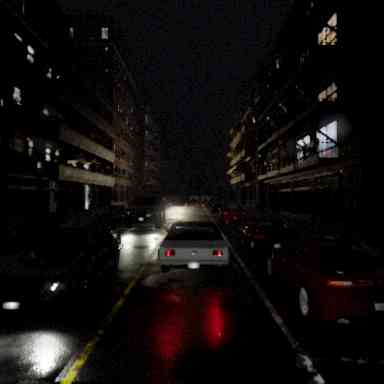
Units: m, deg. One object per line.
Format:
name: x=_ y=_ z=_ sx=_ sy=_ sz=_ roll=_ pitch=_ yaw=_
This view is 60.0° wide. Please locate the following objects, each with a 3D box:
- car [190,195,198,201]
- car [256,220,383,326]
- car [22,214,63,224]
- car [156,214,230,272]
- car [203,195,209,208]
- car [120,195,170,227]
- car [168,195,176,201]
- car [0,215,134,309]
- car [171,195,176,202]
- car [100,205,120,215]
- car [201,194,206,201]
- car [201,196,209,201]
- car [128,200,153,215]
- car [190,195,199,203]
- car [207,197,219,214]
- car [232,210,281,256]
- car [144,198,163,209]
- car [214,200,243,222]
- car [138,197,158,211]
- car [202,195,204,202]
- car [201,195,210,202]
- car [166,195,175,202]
car: x=0.537 y=1.443 z=79.328 sx=1.837 sy=1.490 sz=4.892 roll=0 pitch=0 yaw=0
car: x=2.816 y=1.556 z=7.124 sx=1.887 sy=1.381 sz=4.507 roll=1 pitch=0 yaw=0
car: x=-5.601 y=1.565 z=12.885 sx=1.947 sy=1.339 sz=4.313 roll=1 pitch=0 yaw=0
car: x=0.065 y=1.610 z=10.815 sx=1.895 sy=1.301 sz=4.718 roll=0 pitch=0 yaw=0
car: x=3.016 y=1.485 z=46.752 sx=1.967 sy=1.590 sz=4.097 roll=1 pitch=0 yaw=0
car: x=-2.936 y=1.235 z=22.148 sx=2.150 sy=2.045 sz=5.566 roll=0 pitch=0 yaw=1
car: x=-5.093 y=1.594 z=86.311 sx=1.752 sy=1.417 sz=4.829 roll=1 pitch=0 yaw=0
car: x=-3.052 y=1.548 z=8.312 sx=2.033 sy=1.411 sz=5.357 roll=0 pitch=0 yaw=0
car: x=-5.170 y=1.602 z=75.159 sx=1.887 sy=1.381 sz=4.507 roll=1 pitch=0 yaw=0
car: x=-5.522 y=1.590 z=24.205 sx=1.802 sy=1.307 sz=4.206 roll=1 pitch=0 yaw=0
car: x=3.212 y=1.514 z=75.061 sx=1.967 sy=1.590 sz=4.097 roll=1 pitch=0 yaw=0
car: x=3.288 y=1.636 z=86.383 sx=2.008 sy=1.369 sz=4.403 roll=1 pitch=0 yaw=0
car: x=-5.443 y=1.583 z=35.528 sx=1.947 sy=1.339 sz=4.313 roll=1 pitch=0 yaw=0
car: x=0.467 y=1.613 z=69.125 sx=1.895 sy=1.301 sz=4.718 roll=0 pitch=0 yaw=0
car: x=2.937 y=1.585 z=35.429 sx=2.008 sy=1.369 sz=4.403 roll=1 pitch=0 yaw=0
car: x=2.783 y=1.597 z=12.785 sx=1.802 sy=1.307 sz=4.206 roll=1 pitch=0 yaw=0
car: x=-5.365 y=1.579 z=46.850 sx=2.008 sy=1.369 sz=4.403 roll=1 pitch=0 yaw=0
car: x=2.859 y=1.570 z=24.106 sx=1.887 sy=1.381 sz=4.507 roll=1 pitch=0 yaw=0
car: x=-5.402 y=1.463 z=41.189 sx=1.967 sy=1.590 sz=4.097 roll=1 pitch=0 yaw=0
car: x=3.054 y=1.601 z=52.413 sx=2.008 sy=1.369 sz=4.403 roll=1 pitch=0 yaw=0
car: x=3.250 y=1.520 z=80.722 sx=1.967 sy=1.590 sz=4.097 roll=1 pitch=0 yaw=0
car: x=-5.132 y=1.588 z=80.650 sx=1.752 sy=1.417 sz=4.829 roll=1 pitch=0 yaw=0
